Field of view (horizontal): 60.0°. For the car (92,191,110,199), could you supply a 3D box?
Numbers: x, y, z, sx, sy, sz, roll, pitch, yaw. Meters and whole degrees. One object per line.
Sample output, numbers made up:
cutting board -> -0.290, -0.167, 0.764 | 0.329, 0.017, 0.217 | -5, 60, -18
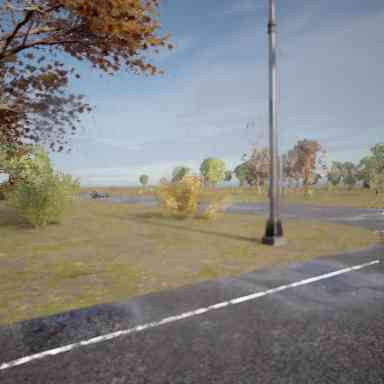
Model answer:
car -> -17.611, 0.520, 63.948 | 2.033, 1.411, 5.357 | -2, 2, -35
